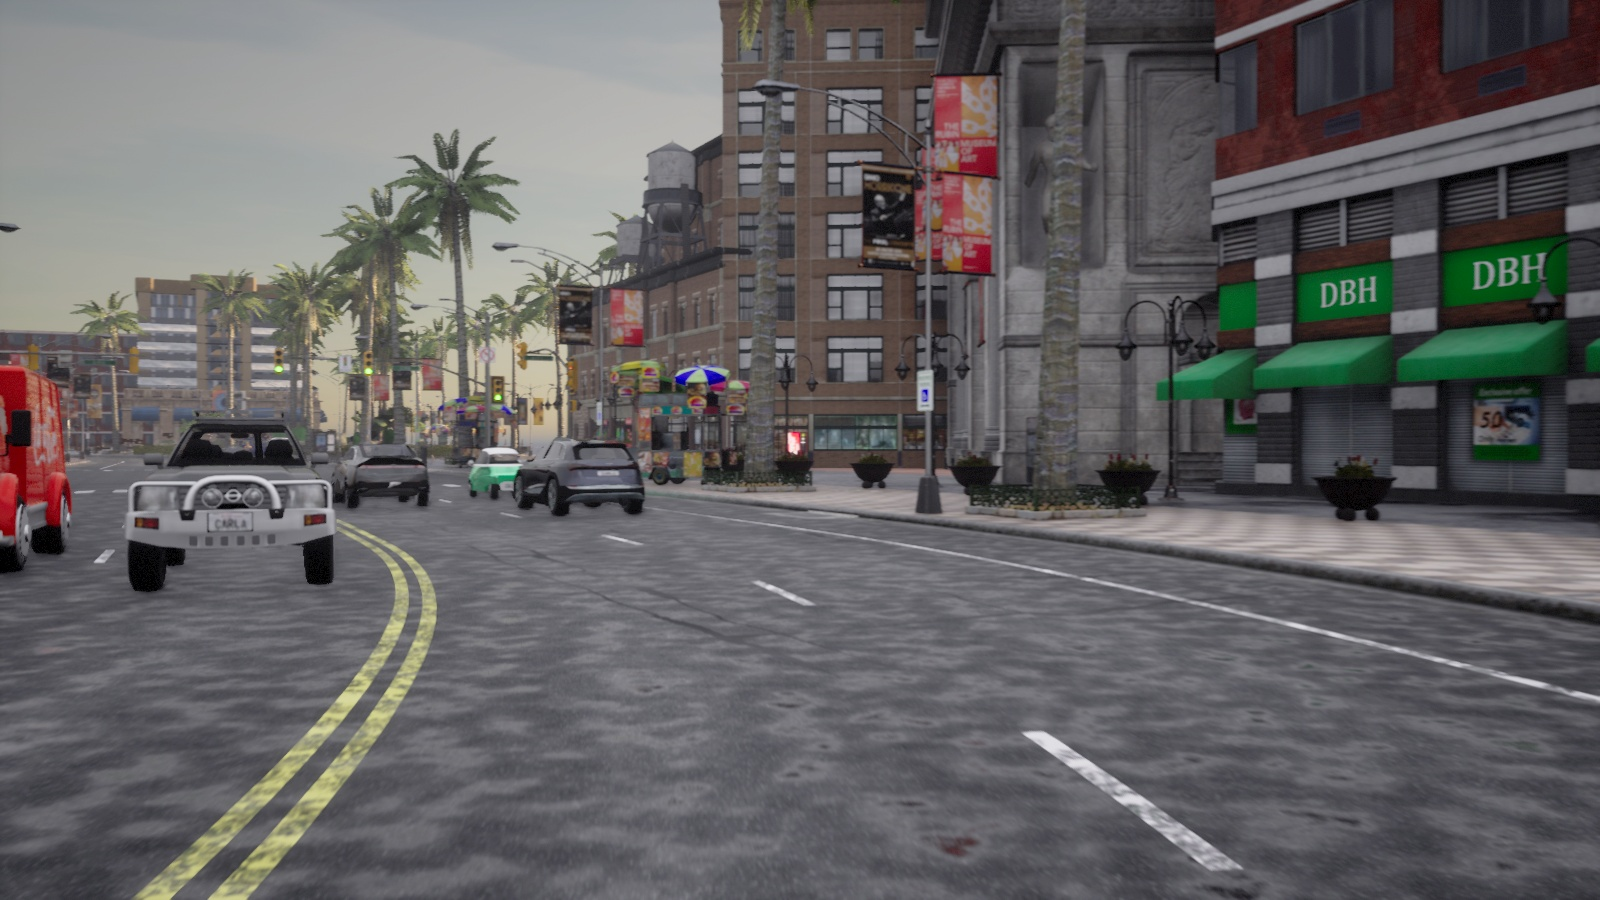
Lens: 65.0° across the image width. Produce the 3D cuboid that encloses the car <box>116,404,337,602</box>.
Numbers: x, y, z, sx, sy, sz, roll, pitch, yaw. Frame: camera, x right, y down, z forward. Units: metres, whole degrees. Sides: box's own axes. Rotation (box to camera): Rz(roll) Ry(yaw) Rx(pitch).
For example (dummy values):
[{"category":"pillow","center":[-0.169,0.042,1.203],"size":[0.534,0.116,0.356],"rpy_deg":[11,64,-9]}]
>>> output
[{"category":"car","center":[-6.345,0.483,14.219],"size":[1.932,1.855,4.605],"rpy_deg":[0,0,-22]}]

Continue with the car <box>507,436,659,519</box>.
[{"category":"car","center":[-4.898,0.521,27.757],"size":[2.033,1.649,4.856],"rpy_deg":[0,1,-26]}]

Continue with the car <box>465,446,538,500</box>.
[{"category":"car","center":[-8.244,0.605,34.611],"size":[1.481,1.376,2.207],"rpy_deg":[0,1,-26]}]

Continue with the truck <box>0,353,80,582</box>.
[{"category":"truck","center":[-10.634,0.173,15.445],"size":[2.627,2.467,5.204],"rpy_deg":[0,0,-25]}]

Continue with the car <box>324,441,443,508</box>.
[{"category":"car","center":[-10.343,0.529,30.923],"size":[2.128,1.511,4.902],"rpy_deg":[0,0,-26]}]
